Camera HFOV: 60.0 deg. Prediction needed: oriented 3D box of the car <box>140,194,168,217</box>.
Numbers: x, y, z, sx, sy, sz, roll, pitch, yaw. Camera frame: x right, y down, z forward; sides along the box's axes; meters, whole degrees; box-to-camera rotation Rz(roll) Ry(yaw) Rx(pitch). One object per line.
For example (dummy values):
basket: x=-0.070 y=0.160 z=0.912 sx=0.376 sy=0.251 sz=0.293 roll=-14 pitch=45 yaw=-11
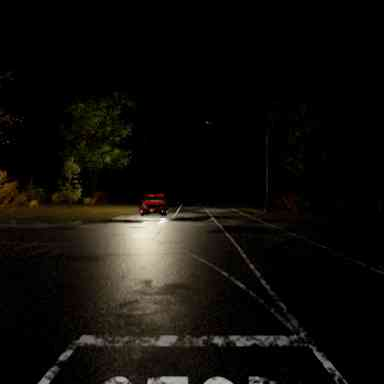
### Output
car: x=-3.435 y=1.233 z=31.155 sx=2.150 sy=2.045 sz=5.566 roll=0 pitch=0 yaw=0
